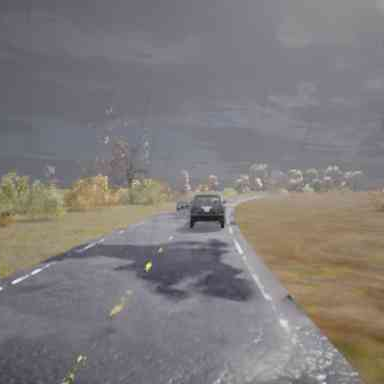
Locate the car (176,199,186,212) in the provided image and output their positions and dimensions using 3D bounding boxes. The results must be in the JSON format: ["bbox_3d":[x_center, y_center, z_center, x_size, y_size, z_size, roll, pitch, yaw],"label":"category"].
[{"bbox_3d":[-0.535,1.425,36.321,1.994,1.385,4.181,0,0,7],"label":"car"}]

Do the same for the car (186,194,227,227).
[{"bbox_3d":[1.070,1.142,22.018,2.150,2.045,5.566,0,0,4],"label":"car"}]

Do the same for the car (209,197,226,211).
[{"bbox_3d":[3.131,1.373,40.155,1.812,1.442,4.674,0,0,8],"label":"car"}]
